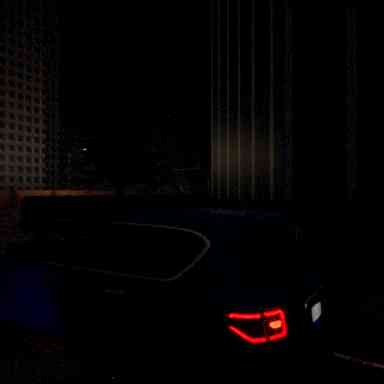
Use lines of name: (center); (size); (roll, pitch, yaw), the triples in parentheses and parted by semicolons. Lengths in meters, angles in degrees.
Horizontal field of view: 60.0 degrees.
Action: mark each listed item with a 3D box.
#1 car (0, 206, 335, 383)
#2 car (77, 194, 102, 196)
car: (-1.003, 1.221, 4.703); (5.566, 2.045, 2.150); (0, 0, 35)
car: (-13.835, 1.277, 42.740); (2.150, 2.045, 5.566); (0, 0, 36)
